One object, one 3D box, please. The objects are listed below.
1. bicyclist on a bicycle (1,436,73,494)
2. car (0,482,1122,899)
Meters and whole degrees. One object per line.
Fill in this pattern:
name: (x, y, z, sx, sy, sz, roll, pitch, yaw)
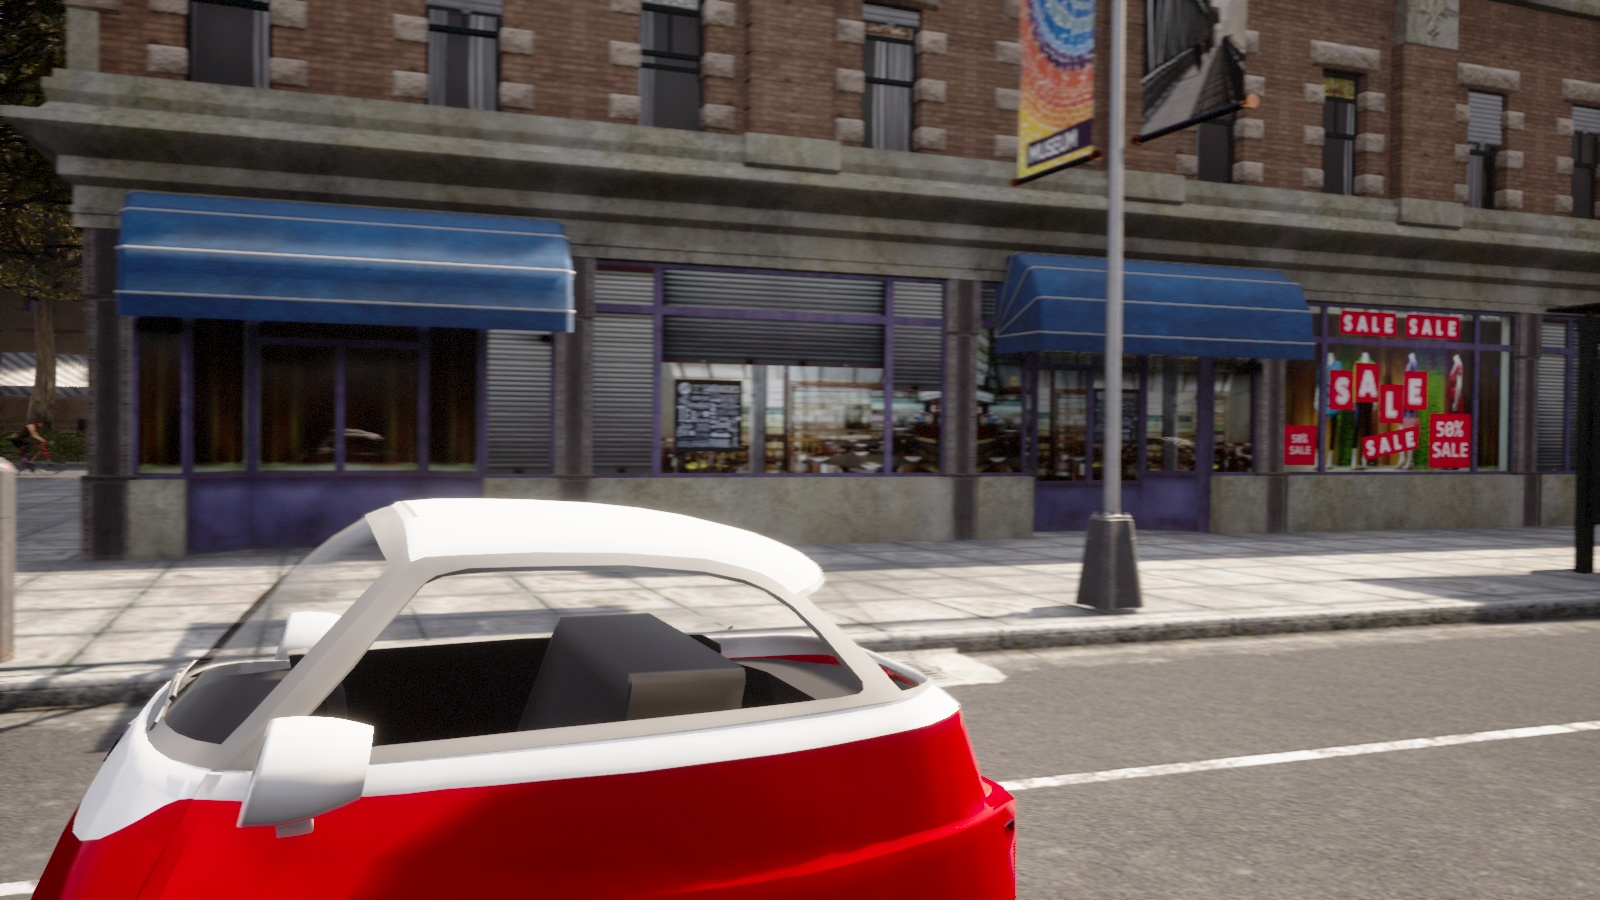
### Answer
bicyclist on a bicycle: (-21.654, 0.404, 35.676, 1.656, 1.620, 0.582, -1, 1, -21)
car: (-0.599, 0.810, 3.013, 2.207, 1.376, 1.481, -1, 1, -21)
